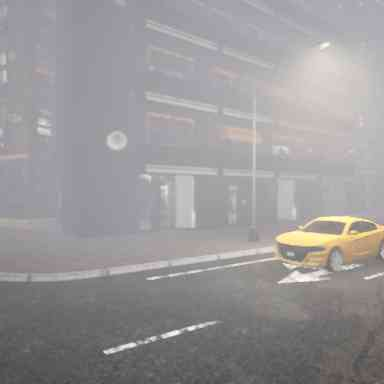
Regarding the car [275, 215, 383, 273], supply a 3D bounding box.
[{"bbox_3d":[4.917,1.592,11.328,5.008,1.535,1.882,1,0,-37],"label":"car"}]
